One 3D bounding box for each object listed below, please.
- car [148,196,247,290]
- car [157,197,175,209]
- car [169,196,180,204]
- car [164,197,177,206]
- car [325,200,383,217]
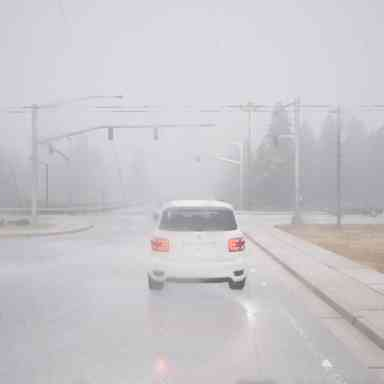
[{"bbox_3d":[0.066,1.218,9.220,2.150,2.045,5.566,0,0,-2],"label":"car"},{"bbox_3d":[-3.589,1.492,46.178,2.128,1.511,4.902,0,0,0],"label":"car"},{"bbox_3d":[-3.435,1.564,66.111,1.994,1.385,4.181,0,0,1],"label":"car"},{"bbox_3d":[-3.564,1.564,56.019,1.994,1.385,4.181,0,0,0],"label":"car"},{"bbox_3d":[14.897,1.518,30.628,4.902,1.511,2.128,0,0,1],"label":"car"}]
